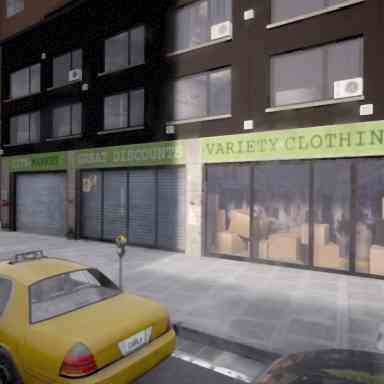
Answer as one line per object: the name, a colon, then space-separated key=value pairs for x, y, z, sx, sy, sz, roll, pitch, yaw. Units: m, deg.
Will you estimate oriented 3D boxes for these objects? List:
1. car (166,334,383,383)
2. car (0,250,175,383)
car: x=2.248 y=1.551 z=1.521 sx=4.403 sy=1.369 sz=2.008 roll=0 pitch=1 yaw=35
car: x=-2.489 y=1.524 z=4.790 sx=4.829 sy=1.417 sz=1.752 roll=0 pitch=1 yaw=35
